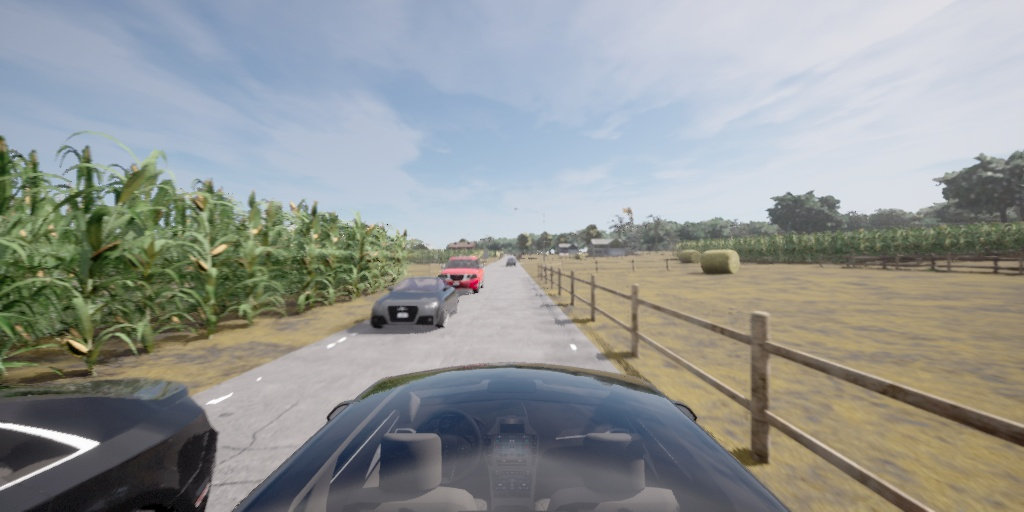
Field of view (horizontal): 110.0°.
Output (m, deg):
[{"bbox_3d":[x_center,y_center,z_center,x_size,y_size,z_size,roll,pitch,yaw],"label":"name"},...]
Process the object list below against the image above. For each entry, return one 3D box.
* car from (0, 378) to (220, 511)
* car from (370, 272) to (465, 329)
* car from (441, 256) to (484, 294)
[{"bbox_3d":[-2.842,1.253,0.327,1.837,1.490,4.892,0,-1,0],"label":"car"},{"bbox_3d":[-2.855,1.363,11.363,1.994,1.385,4.181,0,0,0],"label":"car"},{"bbox_3d":[-2.855,1.036,21.214,2.150,2.045,5.566,0,1,0],"label":"car"}]
